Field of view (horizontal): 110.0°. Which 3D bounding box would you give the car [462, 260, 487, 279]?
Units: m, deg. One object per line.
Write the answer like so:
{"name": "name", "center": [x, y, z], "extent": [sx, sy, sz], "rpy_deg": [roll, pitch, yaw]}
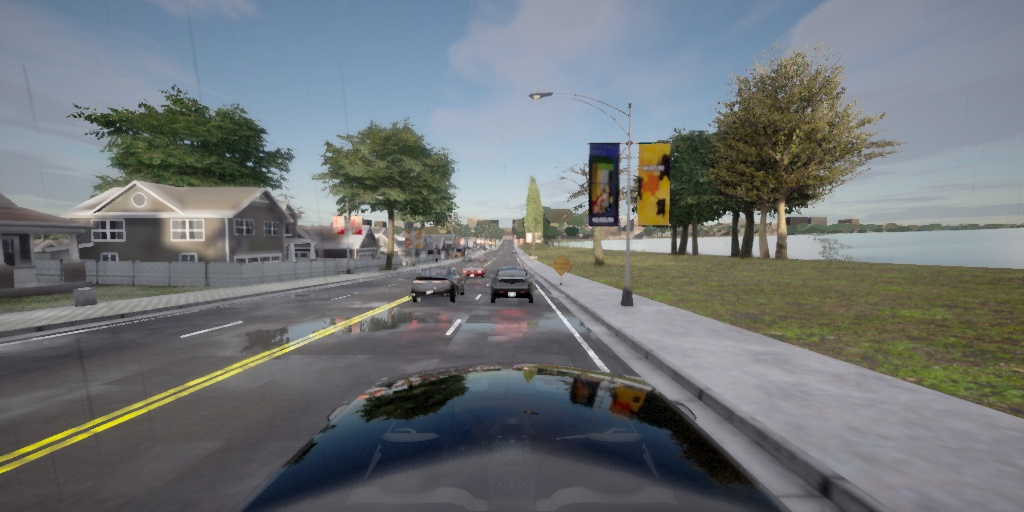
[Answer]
{"name": "car", "center": [-3.249, 1.308, 31.554], "extent": [1.895, 1.301, 4.718], "rpy_deg": [0, 0, 0]}

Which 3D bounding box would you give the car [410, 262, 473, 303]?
{"name": "car", "center": [-3.249, 1.224, 16.511], "extent": [2.128, 1.511, 4.902], "rpy_deg": [0, 0, 0]}

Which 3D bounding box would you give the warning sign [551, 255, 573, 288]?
{"name": "warning sign", "center": [2.850, 0.835, 21.023], "extent": [1.300, 1.860, 1.060], "rpy_deg": [0, 0, 0]}

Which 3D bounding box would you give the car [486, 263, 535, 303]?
{"name": "car", "center": [0.001, 1.246, 16.512], "extent": [1.837, 1.490, 4.892], "rpy_deg": [0, 0, 0]}
